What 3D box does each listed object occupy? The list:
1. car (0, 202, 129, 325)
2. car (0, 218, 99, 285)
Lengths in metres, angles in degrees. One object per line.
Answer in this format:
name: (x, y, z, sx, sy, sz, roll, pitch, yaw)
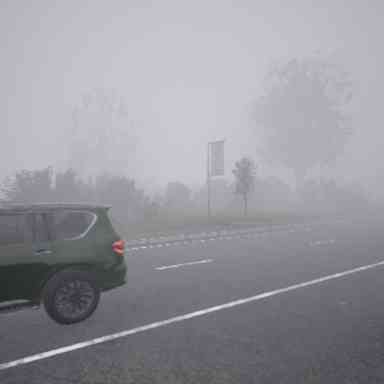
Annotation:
car: (-3.834, 1.223, 5.567, 5.566, 2.045, 2.150, 0, 0, -36)
car: (-4.947, 1.561, 9.079, 4.181, 1.385, 1.994, 0, 0, -36)
